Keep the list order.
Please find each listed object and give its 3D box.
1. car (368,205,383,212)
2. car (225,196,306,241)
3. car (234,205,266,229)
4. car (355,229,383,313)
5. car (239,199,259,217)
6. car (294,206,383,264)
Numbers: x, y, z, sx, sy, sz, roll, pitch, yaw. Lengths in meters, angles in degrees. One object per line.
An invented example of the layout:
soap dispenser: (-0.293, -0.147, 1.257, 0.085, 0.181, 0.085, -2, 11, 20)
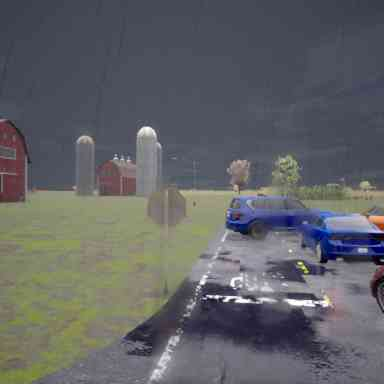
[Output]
car: (9.207, 1.371, 15.944, 4.553, 1.767, 2.097, 0, 0, 43)
car: (4.430, 1.220, 16.590, 5.566, 2.045, 2.150, 0, 0, -8)
car: (3.889, 1.601, 22.566, 1.895, 1.301, 4.718, 0, 0, 9)
car: (4.621, 1.529, 4.584, 1.812, 1.442, 4.674, 0, 0, -9)
car: (5.596, 1.502, 32.960, 1.837, 1.490, 4.892, 0, 0, 9)
car: (5.112, 1.480, 11.761, 1.882, 1.535, 5.008, 0, 0, 8)
